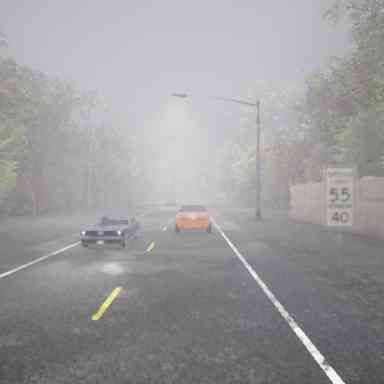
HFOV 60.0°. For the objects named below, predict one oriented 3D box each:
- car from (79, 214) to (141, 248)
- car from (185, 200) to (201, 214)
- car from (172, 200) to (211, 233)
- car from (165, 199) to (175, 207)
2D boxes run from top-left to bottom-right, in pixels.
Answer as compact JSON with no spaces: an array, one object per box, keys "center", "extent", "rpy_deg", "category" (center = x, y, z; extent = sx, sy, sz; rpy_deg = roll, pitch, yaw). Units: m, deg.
[{"center":[-3.608,1.711,15.378],"extent":[1.895,1.301,4.718],"rpy_deg":[0,0,0],"category":"car"},{"center":[0.087,1.738,40.596],"extent":[1.882,1.535,5.008],"rpy_deg":[0,0,0],"category":"car"},{"center":[0.077,1.499,21.010],"extent":[2.097,1.767,4.553],"rpy_deg":[0,0,0],"category":"car"},{"center":[-3.564,1.914,57.489],"extent":[1.994,1.385,4.181],"rpy_deg":[0,0,1],"category":"car"}]
